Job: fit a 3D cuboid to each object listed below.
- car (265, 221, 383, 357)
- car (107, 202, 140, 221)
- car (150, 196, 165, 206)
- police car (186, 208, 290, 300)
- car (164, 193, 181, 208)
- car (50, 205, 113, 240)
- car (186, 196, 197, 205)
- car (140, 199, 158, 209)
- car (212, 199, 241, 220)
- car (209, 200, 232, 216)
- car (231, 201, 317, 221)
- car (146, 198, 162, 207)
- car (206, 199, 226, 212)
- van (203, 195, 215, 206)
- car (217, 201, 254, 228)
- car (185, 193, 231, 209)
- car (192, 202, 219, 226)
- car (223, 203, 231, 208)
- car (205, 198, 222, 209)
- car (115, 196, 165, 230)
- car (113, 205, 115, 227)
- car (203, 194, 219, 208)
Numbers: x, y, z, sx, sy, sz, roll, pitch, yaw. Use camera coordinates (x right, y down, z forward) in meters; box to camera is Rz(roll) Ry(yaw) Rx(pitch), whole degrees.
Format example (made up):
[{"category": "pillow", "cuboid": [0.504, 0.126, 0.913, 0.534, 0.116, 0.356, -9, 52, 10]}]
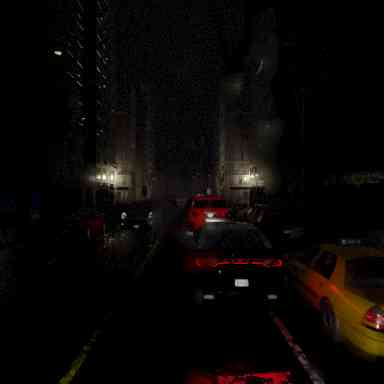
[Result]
[{"category": "car", "cuboid": [2.850, 1.525, 6.233, 1.752, 1.417, 4.829, 0, 0, 0]}, {"category": "car", "cuboid": [-5.701, 1.564, 28.135, 1.947, 1.339, 4.313, 0, 0, 0]}, {"category": "car", "cuboid": [-5.732, 1.437, 55.761, 1.967, 1.590, 4.097, 0, 0, 0]}, {"category": "police car", "cuboid": [0.888, 1.425, 8.551, 1.930, 1.638, 5.238, 0, 0, 0]}, {"category": "car", "cuboid": [-3.064, 1.219, 48.064, 2.150, 2.045, 5.566, 0, 0, 0]}, {"category": "car", "cuboid": [-5.688, 1.544, 17.085, 1.887, 1.381, 4.507, 0, 0, 0]}, {"category": "car", "cuboid": [-0.069, 1.522, 59.563, 1.812, 1.442, 4.674, 0, 0, 0]}, {"category": "car", "cuboid": [-5.720, 1.579, 44.711, 1.802, 1.307, 4.206, 0, 0, 0]}, {"category": "car", "cuboid": [2.825, 1.438, 28.157, 1.967, 1.590, 4.097, 0, 0, 0]}, {"category": "car", "cuboid": [2.819, 1.549, 33.681, 2.008, 1.369, 4.403, 0, 0, 0]}, {"category": "car", "cuboid": [2.844, 1.315, 11.586, 2.192, 1.841, 5.009, 0, 0, 0]}, {"category": "car", "cuboid": [-5.726, 1.563, 50.236, 1.947, 1.339, 4.313, 0, 0, 0]}, {"category": "car", "cuboid": [2.812, 1.548, 39.205, 2.008, 1.369, 4.403, 0, 0, 0]}, {"category": "van", "cuboid": [2.794, 1.338, 55.776, 1.690, 1.788, 3.998, 0, 0, 0]}, {"category": "car", "cuboid": [2.831, 1.439, 22.634, 1.967, 1.590, 4.097, 0, 0, 0]}, {"category": "car", "cuboid": [0.878, 1.222, 18.471, 2.150, 2.045, 5.566, 0, 0, 0]}, {"category": "car", "cuboid": [0.871, 1.525, 24.441, 1.812, 1.442, 4.674, 0, 0, 0]}, {"category": "car", "cuboid": [2.837, 1.524, 17.280, 1.752, 1.417, 4.829, 0, 0, 0]}, {"category": "car", "cuboid": [2.806, 1.563, 44.728, 1.947, 1.339, 4.313, 0, 0, 0]}, {"category": "car", "cuboid": [-3.126, 1.351, 20.972, 2.097, 1.767, 4.553, 0, 0, 0]}, {"category": "car", "cuboid": [-5.695, 1.565, 22.610, 1.947, 1.339, 4.313, 0, 0, 0]}, {"category": "car", "cuboid": [2.800, 1.312, 50.252, 2.192, 1.841, 5.009, 0, 0, 0]}]
